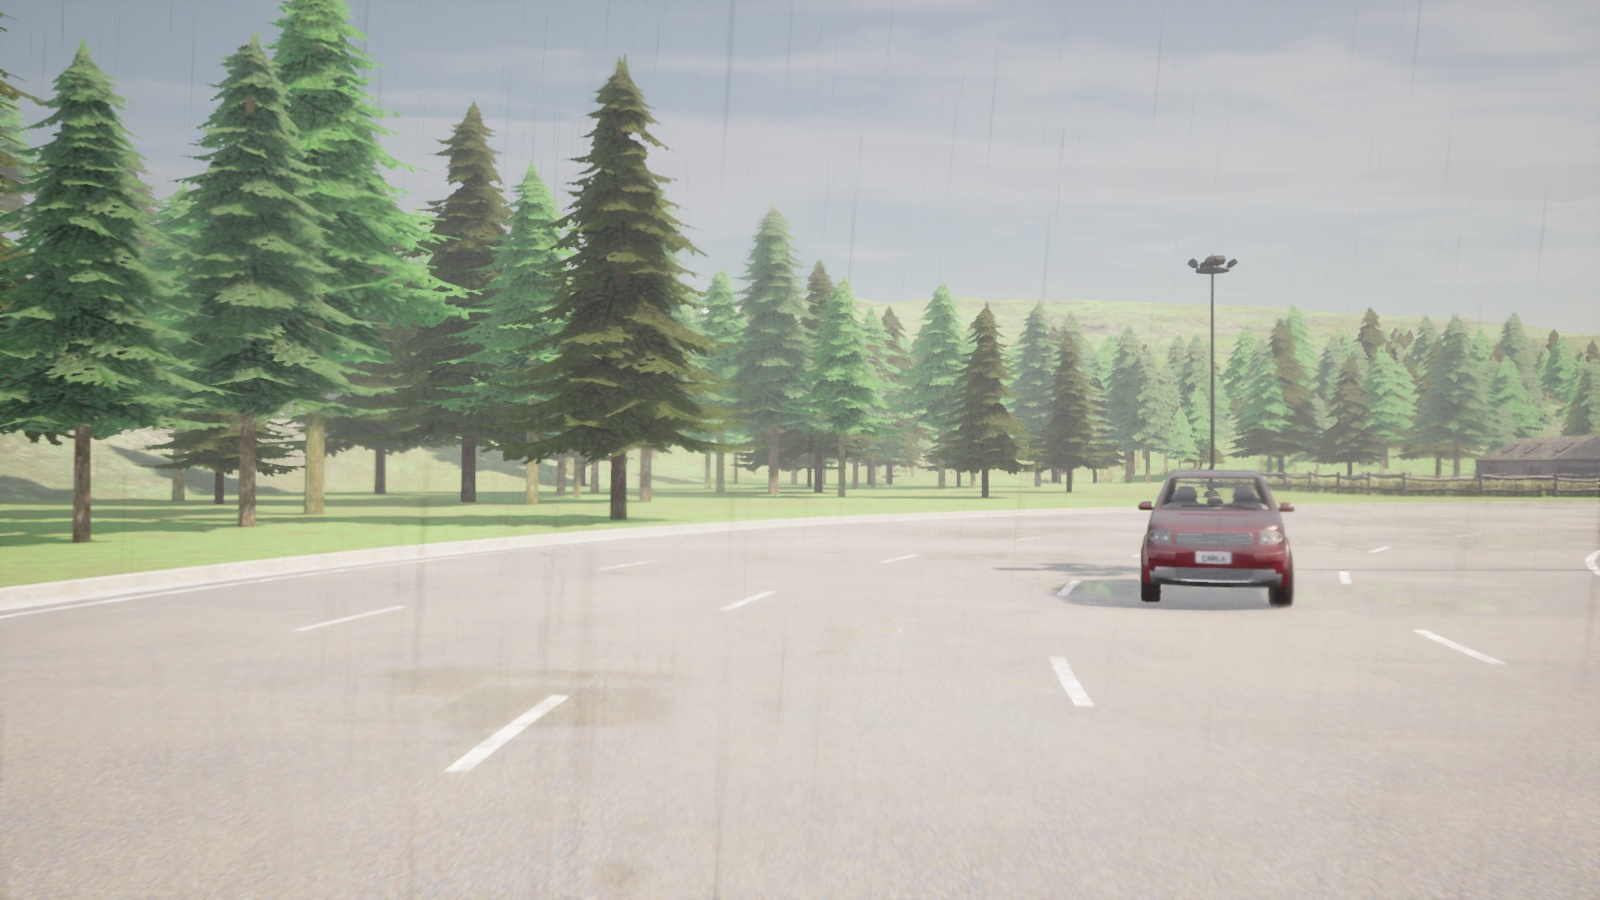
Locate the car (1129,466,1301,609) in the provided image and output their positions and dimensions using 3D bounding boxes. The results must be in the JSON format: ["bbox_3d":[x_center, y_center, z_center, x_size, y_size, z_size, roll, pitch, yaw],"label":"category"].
[{"bbox_3d":[5.144,0.981,15.629,1.789,1.549,3.705,-1,-1,18],"label":"car"}]
